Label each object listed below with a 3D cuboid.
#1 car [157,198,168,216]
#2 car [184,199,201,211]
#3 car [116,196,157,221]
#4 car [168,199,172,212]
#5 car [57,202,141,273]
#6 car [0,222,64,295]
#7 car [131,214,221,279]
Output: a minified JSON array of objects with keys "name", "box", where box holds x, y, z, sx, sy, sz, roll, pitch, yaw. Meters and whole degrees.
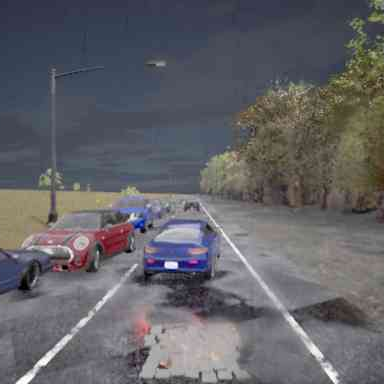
[{"name":"car","box":[-3.620,1.445,30.123,2.097,1.767,4.553,0,0,0]},{"name":"car","box":[0.022,1.631,41.938,1.837,1.490,4.892,0,0,0]},{"name":"car","box":[-3.622,1.285,20.119,2.150,2.045,5.566,0,0,-1]},{"name":"car","box":[-3.628,1.472,40.129,2.097,1.767,4.553,0,0,0]},{"name":"car","box":[-3.468,1.388,10.916,2.097,1.767,4.553,0,0,9]},{"name":"car","box":[-4.822,1.569,6.199,2.033,1.411,5.357,0,0,9]},{"name":"car","box":[-0.153,1.558,10.131,1.812,1.442,4.674,0,0,8]}]
